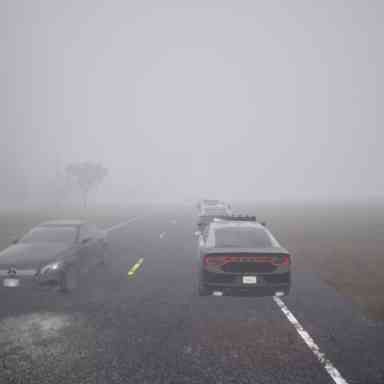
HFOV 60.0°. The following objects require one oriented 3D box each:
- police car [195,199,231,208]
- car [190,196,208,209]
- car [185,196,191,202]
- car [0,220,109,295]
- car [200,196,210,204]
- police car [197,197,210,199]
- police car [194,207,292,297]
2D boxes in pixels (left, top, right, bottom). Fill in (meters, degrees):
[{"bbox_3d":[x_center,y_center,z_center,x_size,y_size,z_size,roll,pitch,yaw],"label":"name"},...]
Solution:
[{"bbox_3d":[1.270,1.426,18.716,1.930,1.638,5.238,0,0,1],"label":"police car"},{"bbox_3d":[1.281,1.541,45.496,2.033,1.411,5.357,0,0,4],"label":"car"},{"bbox_3d":[-0.382,1.540,71.350,1.994,1.385,4.181,0,0,5],"label":"car"},{"bbox_3d":[-3.530,1.526,8.878,1.812,1.442,4.674,0,0,1],"label":"car"},{"bbox_3d":[2.564,1.506,65.333,1.812,1.442,4.674,0,0,5],"label":"car"},{"bbox_3d":[1.430,1.425,24.694,1.930,1.638,5.238,0,0,2],"label":"police car"},{"bbox_3d":[1.098,1.426,8.751,1.930,1.638,5.238,0,0,1],"label":"police car"}]
